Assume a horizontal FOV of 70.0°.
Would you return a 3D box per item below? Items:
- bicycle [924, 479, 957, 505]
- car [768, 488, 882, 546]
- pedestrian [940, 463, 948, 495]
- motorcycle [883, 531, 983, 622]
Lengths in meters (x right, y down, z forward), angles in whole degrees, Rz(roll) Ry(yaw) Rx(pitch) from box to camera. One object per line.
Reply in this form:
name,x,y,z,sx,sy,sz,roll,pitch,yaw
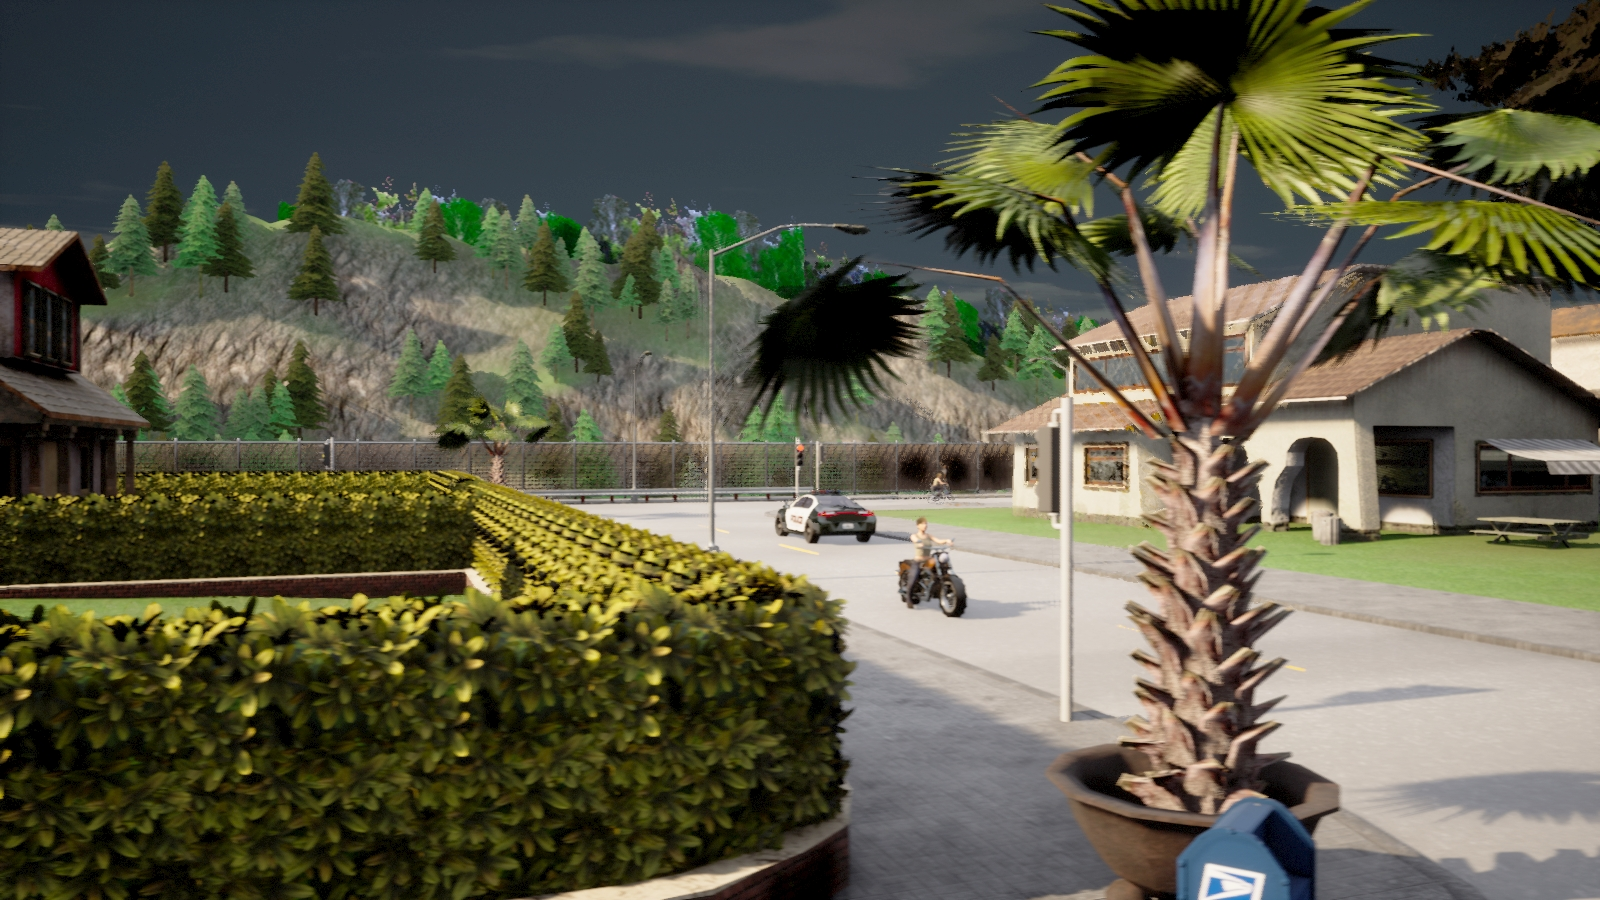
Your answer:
bicycle,7.267,2.156,59.166,1.487,1.276,0.859,0,0,-20
car,0.693,2.037,35.917,2.038,1.542,4.974,0,0,-18
pedestrian,8.679,1.743,68.791,0.375,1.860,0.375,0,0,-26
motorcycle,2.272,2.154,19.886,0.764,1.307,2.356,0,0,-20
